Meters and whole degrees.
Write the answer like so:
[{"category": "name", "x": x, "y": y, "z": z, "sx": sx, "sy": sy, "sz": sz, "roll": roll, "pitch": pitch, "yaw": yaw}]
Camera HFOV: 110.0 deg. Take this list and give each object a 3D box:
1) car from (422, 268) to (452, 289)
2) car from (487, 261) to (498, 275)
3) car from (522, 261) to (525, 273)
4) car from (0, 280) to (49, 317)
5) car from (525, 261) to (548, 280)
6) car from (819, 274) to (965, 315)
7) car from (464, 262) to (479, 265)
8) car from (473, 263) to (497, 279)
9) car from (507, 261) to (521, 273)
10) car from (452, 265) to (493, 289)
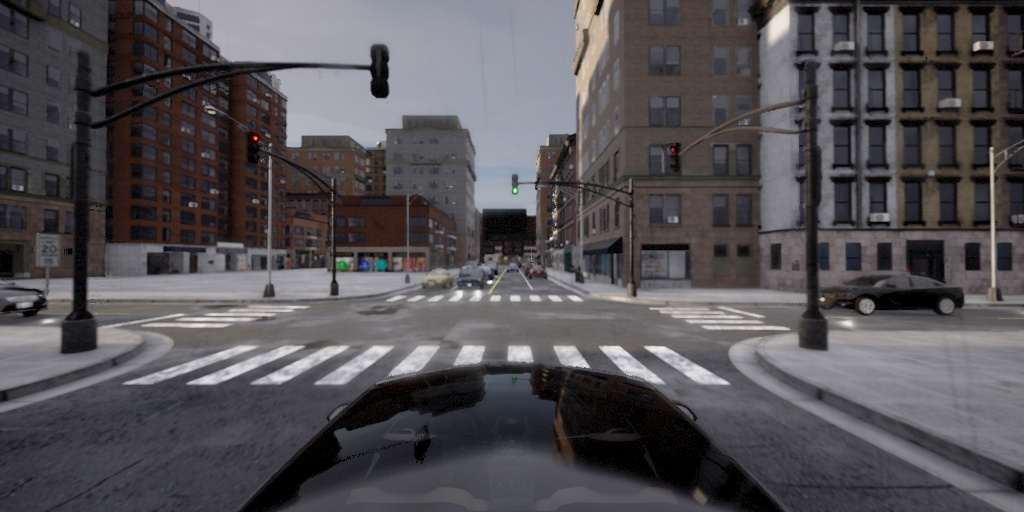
[{"category": "car", "x": -5.366, "y": 1.568, "z": 26.332, "sx": 1.751, "sy": 1.417, "sz": 4.829, "roll": 0, "pitch": 0, "yaw": 0}, {"category": "car", "x": -2.793, "y": 1.766, "z": 47.131, "sx": 1.882, "sy": 1.535, "sz": 5.008, "roll": 0, "pitch": -1, "yaw": 0}, {"category": "car", "x": 2.675, "y": 1.560, "z": 43.479, "sx": 2.192, "sy": 1.841, "sz": 5.009, "roll": 0, "pitch": 0, "yaw": 0}, {"category": "car", "x": -17.840, "y": 1.272, "z": 11.331, "sx": 4.902, "sy": 1.511, "sz": 2.128, "roll": 0, "pitch": -1, "yaw": 0}, {"category": "car", "x": 2.670, "y": 1.618, "z": 37.817, "sx": 1.967, "sy": 1.591, "sz": 4.097, "roll": 0, "pitch": 0, "yaw": 0}, {"category": "car", "x": 14.783, "y": 1.459, "z": 14.286, "sx": 5.008, "sy": 1.535, "sz": 1.882, "roll": 0, "pitch": -1, "yaw": -1}, {"category": "car", "x": -5.350, "y": 1.795, "z": 43.486, "sx": 2.007, "sy": 1.370, "sz": 4.403, "roll": 0, "pitch": 0, "yaw": 0}, {"category": "car", "x": -2.820, "y": 1.689, "z": 36.641, "sx": 1.812, "sy": 1.442, "sz": 4.674, "roll": 0, "pitch": -1, "yaw": 0}, {"category": "car", "x": 0.146, "y": 1.956, "z": 57.268, "sx": 2.033, "sy": 1.411, "sz": 5.357, "roll": 0, "pitch": -1, "yaw": 1}, {"category": "car", "x": -2.827, "y": 1.592, "z": 26.591, "sx": 2.033, "sy": 1.411, "sz": 5.357, "roll": 0, "pitch": -1, "yaw": 0}]
